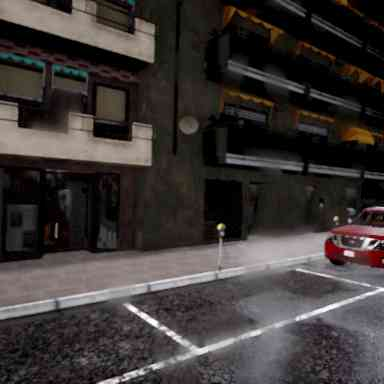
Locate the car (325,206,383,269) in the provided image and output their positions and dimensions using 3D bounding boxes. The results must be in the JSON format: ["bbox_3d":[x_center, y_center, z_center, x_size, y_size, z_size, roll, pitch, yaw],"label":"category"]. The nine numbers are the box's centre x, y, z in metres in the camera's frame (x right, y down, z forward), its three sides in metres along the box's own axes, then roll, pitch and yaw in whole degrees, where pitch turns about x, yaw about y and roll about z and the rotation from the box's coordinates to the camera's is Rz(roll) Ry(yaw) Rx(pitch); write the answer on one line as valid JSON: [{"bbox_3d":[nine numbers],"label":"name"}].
[{"bbox_3d":[6.392,1.398,10.634,5.009,1.841,2.192,1,1,-35],"label":"car"}]
